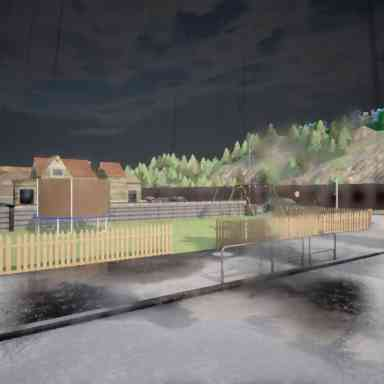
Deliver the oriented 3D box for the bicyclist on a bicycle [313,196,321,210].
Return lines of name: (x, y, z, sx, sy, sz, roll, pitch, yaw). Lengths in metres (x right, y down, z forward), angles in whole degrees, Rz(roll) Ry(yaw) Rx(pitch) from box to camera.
bicyclist on a bicycle: (15.152, 1.349, 40.287, 1.656, 1.620, 0.582, 0, 0, -36)

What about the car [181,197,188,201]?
car: (-2.641, 1.505, 57.818, 1.837, 1.490, 4.892, 0, 0, -35)

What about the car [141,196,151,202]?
car: (-8.755, 1.526, 66.256, 1.812, 1.442, 4.674, 0, 0, -36)

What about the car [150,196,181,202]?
car: (-4.242, 1.601, 52.988, 1.895, 1.301, 4.718, 0, 0, -35)

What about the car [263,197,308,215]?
car: (9.461, 1.352, 33.811, 2.097, 1.767, 4.553, 0, 0, -36)
